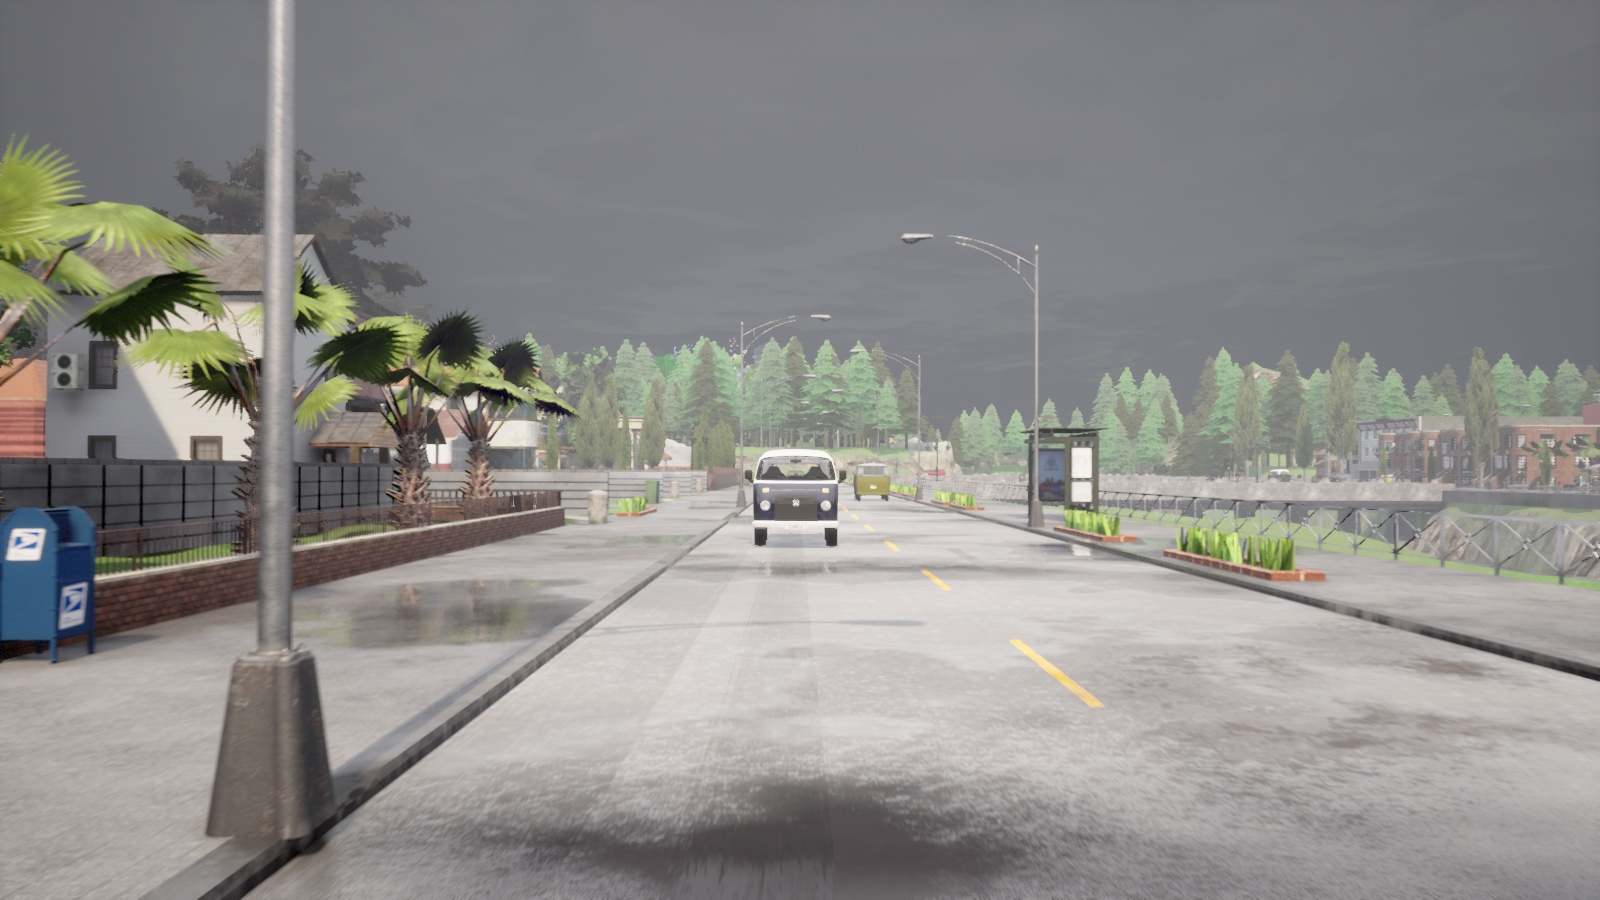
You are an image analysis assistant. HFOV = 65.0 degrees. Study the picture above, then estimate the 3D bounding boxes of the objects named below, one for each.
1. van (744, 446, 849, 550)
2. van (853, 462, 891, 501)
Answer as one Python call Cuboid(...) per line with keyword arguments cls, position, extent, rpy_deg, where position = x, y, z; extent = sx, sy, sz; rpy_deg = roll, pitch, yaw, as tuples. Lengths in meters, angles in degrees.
Cuboid(cls="van", position=(-0.080, 0.988, 27.074), extent=(2.069, 2.038, 4.480), rpy_deg=(0, -1, 0))
Cuboid(cls="van", position=(3.805, 1.670, 67.268), extent=(1.775, 1.987, 4.442), rpy_deg=(0, -1, 0))
